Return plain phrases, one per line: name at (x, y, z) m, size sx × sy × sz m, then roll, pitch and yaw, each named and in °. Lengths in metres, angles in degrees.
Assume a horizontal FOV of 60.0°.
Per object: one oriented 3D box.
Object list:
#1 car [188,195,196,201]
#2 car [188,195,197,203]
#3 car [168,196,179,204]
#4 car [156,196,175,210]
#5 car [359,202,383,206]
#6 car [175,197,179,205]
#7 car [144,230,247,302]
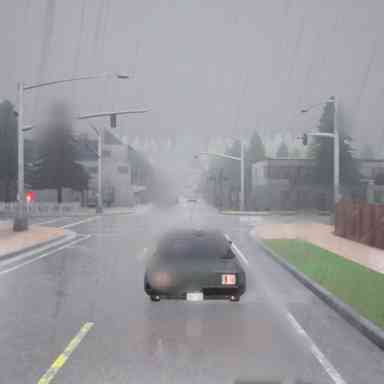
car at (0.017, 1.478, 81.492) m, size 1.882 × 1.535 × 5.008 m, roll 0°, pitch 0°, yaw 0°
car at (0.018, 1.595, 71.456) m, size 1.895 × 1.301 × 4.718 m, roll 0°, pitch 0°, yaw 0°
car at (-3.543, 1.564, 64.125) m, size 1.994 × 1.385 × 4.181 m, roll 0°, pitch 0°, yaw 0°
car at (-3.585, 1.478, 43.718) m, size 1.882 × 1.535 × 5.008 m, roll 0°, pitch 0°, yaw 0°
car at (15.305, 1.582, 29.288) m, size 4.718 × 1.301 × 1.895 m, roll 0°, pitch 0°, yaw -8°
car at (-3.578, 1.505, 54.057) m, size 1.837 × 1.490 × 4.892 m, roll 0°, pitch 0°, yaw 0°
car at (0.070, 1.601, 8.225) m, size 1.895 × 1.301 × 4.718 m, roll 0°, pitch 0°, yaw 0°
